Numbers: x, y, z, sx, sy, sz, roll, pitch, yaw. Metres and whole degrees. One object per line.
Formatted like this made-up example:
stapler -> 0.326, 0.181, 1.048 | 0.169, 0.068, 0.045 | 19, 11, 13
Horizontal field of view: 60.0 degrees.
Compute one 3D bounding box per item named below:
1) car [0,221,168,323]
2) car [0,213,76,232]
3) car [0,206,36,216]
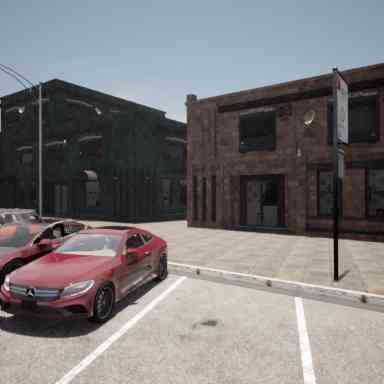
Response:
car -> -1.933, 1.527, 7.443 | 2.002, 1.452, 4.674 | 1, -1, 15
car -> -4.391, 1.517, 9.148 | 2.163, 1.488, 4.792 | 1, -1, 15
car -> -6.819, 1.366, 10.945 | 2.185, 1.767, 4.553 | 1, -1, 15
